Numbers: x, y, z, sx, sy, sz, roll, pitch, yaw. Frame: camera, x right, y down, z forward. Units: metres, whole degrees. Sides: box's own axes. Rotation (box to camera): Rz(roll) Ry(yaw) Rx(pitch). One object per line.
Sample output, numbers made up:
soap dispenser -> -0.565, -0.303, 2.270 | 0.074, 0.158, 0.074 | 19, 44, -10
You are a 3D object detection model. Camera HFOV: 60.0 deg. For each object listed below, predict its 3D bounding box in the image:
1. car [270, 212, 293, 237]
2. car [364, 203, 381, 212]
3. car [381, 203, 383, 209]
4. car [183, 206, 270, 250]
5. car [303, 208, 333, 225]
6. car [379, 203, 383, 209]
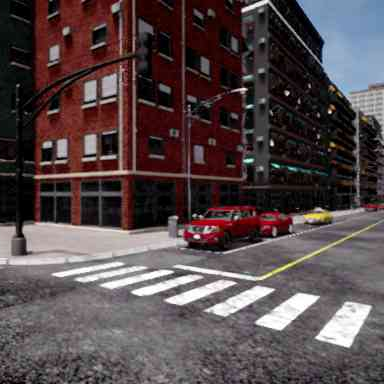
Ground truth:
car -> 4.954, 1.981, 20.982 | 1.887, 1.381, 4.507 | -1, -2, 35
car -> 31.313, 2.805, 58.148 | 1.887, 1.381, 4.507 | -1, -2, 35
car -> 41.198, 3.115, 72.084 | 1.887, 1.381, 4.507 | -1, -2, 35
car -> 1.658, 1.648, 16.343 | 2.192, 1.841, 5.009 | -1, -2, 35
car -> 11.446, 2.164, 30.136 | 1.752, 1.417, 4.829 | -1, -2, 35
car -> 44.493, 3.219, 76.730 | 1.887, 1.381, 4.507 | -1, -2, 35
